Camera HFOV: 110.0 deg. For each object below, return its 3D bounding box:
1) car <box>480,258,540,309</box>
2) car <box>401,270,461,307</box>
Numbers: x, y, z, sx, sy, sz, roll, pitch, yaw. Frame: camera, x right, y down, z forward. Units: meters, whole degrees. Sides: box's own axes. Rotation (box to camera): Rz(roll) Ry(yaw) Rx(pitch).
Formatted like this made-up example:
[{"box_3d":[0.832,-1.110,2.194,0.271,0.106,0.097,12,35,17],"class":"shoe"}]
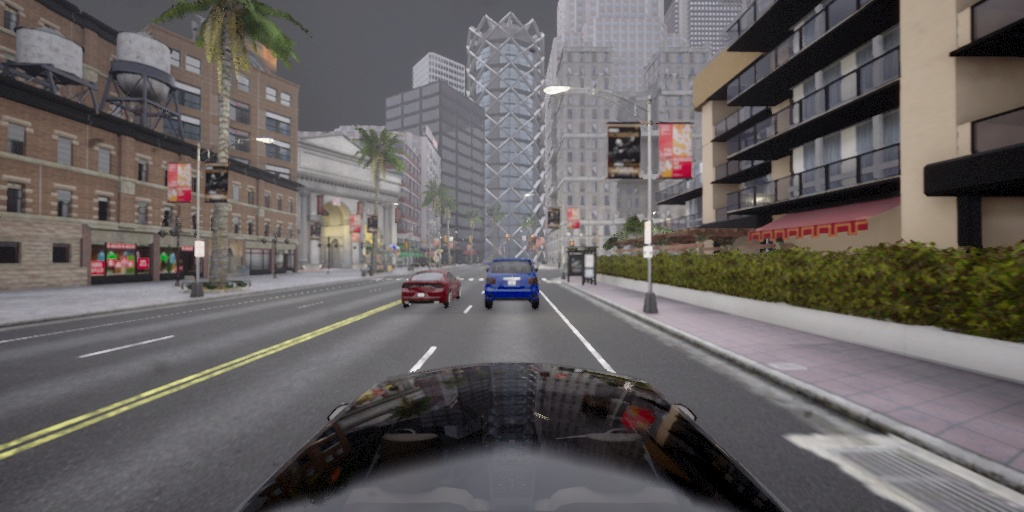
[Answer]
[{"box_3d":[0.001,1.098,15.807,2.150,2.045,5.566,0,0,0],"class":"car"},{"box_3d":[-3.494,1.364,16.262,1.882,1.535,5.008,0,0,0],"class":"car"}]
